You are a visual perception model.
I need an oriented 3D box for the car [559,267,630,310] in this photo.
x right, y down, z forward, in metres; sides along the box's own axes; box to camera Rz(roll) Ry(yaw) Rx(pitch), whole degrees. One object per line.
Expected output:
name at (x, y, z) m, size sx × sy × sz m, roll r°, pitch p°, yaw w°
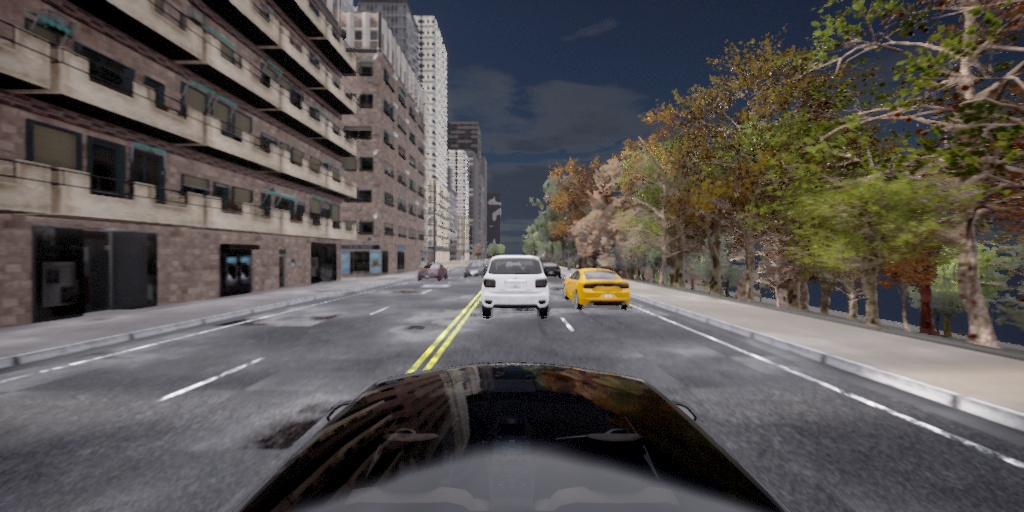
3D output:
car at (3.353, 1.247, 14.967) m, size 1.882 × 1.535 × 5.008 m, roll 0°, pitch 0°, yaw 0°

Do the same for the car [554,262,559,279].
car at (3.358, 1.278, 33.322) m, size 1.882 × 1.535 × 5.008 m, roll 0°, pitch 0°, yaw 0°

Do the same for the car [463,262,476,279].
car at (-3.316, 1.291, 33.160) m, size 2.128 × 1.511 × 4.902 m, roll 0°, pitch 0°, yaw 0°

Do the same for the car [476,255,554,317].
car at (0.103, 0.988, 13.333) m, size 2.150 × 2.045 × 5.566 m, roll 0°, pitch 0°, yaw 0°

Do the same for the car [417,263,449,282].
car at (-6.578, 1.319, 30.140) m, size 1.812 × 1.442 × 4.674 m, roll 0°, pitch 0°, yaw 0°
